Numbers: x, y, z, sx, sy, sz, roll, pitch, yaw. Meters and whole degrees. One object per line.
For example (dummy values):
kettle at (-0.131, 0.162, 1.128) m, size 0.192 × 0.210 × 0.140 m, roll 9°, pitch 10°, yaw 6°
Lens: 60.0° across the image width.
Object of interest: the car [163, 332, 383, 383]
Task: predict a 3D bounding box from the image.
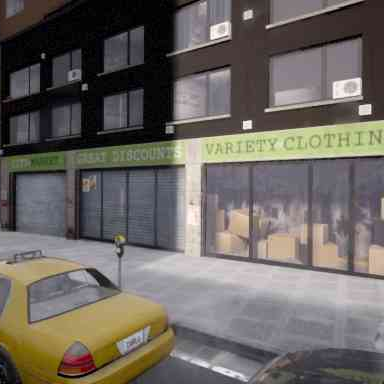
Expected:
car at (2.229, 1.551, 1.534) m, size 4.403 × 1.369 × 2.008 m, roll 0°, pitch 1°, yaw 35°

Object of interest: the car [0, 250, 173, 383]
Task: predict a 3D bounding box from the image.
car at (-2.510, 1.524, 4.801) m, size 4.829 × 1.417 × 1.752 m, roll 0°, pitch 1°, yaw 35°
